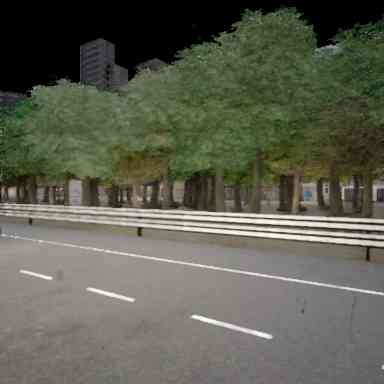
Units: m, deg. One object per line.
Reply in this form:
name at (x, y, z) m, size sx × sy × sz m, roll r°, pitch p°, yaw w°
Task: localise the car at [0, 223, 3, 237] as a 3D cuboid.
car at (-10.957, 1.567, 15.988) m, size 4.181 × 1.385 × 1.994 m, roll 0°, pitch 0°, yaw 36°
